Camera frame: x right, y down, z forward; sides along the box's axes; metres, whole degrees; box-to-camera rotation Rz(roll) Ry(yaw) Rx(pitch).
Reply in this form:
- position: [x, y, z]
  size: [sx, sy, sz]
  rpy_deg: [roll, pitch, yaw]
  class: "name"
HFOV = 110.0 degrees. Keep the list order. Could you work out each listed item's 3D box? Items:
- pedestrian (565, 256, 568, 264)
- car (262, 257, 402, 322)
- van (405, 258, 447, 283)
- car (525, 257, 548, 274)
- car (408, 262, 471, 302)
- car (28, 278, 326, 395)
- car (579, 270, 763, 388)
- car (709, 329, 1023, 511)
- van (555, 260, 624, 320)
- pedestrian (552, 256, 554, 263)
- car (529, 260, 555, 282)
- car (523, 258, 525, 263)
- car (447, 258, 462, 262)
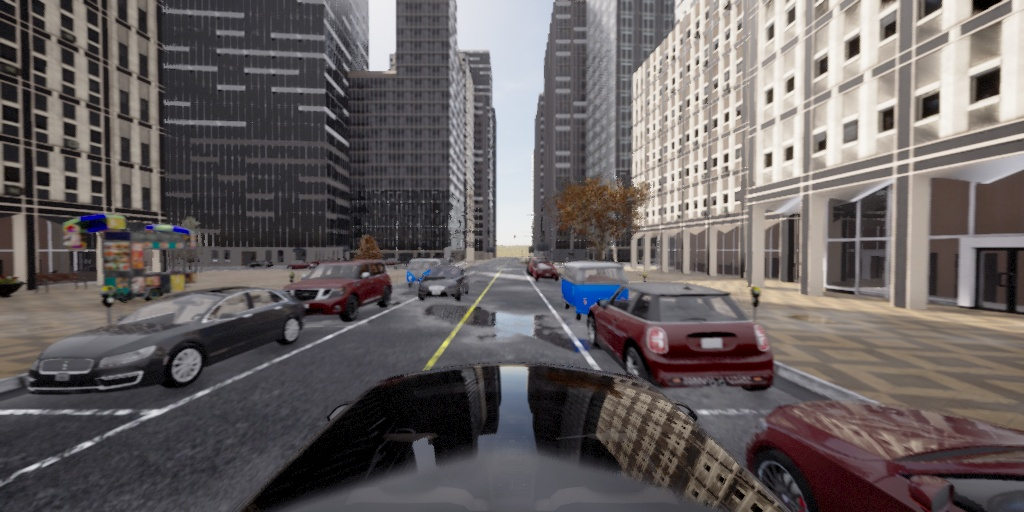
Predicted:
- position: [8.113, 0.902, 53.262]
  size: [0.375, 1.860, 0.375]
  rpy_deg: [-1, 1, 0]
  class: "pedestrian"
- position: [-5.695, 1.060, 12.355]
  size: [2.192, 1.841, 5.009]
  rpy_deg: [0, 0, 0]
  class: "car"
- position: [-5.700, 1.081, 23.606]
  size: [1.690, 1.789, 3.998]
  rpy_deg: [0, 0, 0]
  class: "van"
- position: [2.677, 1.050, 34.861]
  size: [2.192, 1.841, 5.009]
  rpy_deg: [0, 0, 0]
  class: "car"
- position: [-3.104, 1.235, 17.152]
  size: [2.128, 1.511, 4.902]
  rpy_deg: [0, 0, 0]
  class: "car"
- position: [-5.692, 1.298, 6.730]
  size: [2.007, 1.370, 4.403]
  rpy_deg: [0, 0, 0]
  class: "car"
- position: [2.689, 1.188, 6.734]
  size: [1.967, 1.591, 4.097]
  rpy_deg: [0, 0, 0]
  class: "car"
- position: [2.691, 1.333, 1.108]
  size: [1.802, 1.307, 4.207]
  rpy_deg: [0, 0, 0]
  class: "car"
- position: [2.687, 1.087, 12.359]
  size: [1.690, 1.789, 3.998]
  rpy_deg: [0, 0, 0]
  class: "van"
- position: [6.112, 0.866, 53.861]
  size: [0.375, 1.860, 0.375]
  rpy_deg: [-1, 1, 0]
  class: "pedestrian"
- position: [2.679, 1.284, 29.235]
  size: [1.888, 1.381, 4.507]
  rpy_deg: [0, 0, 0]
  class: "car"
- position: [2.674, 1.047, 40.487]
  size: [2.192, 1.841, 5.009]
  rpy_deg: [0, 0, 0]
  class: "car"
- position: [-5.702, 1.053, 29.232]
  size: [2.192, 1.841, 5.009]
  rpy_deg: [0, 0, 0]
  class: "car"
